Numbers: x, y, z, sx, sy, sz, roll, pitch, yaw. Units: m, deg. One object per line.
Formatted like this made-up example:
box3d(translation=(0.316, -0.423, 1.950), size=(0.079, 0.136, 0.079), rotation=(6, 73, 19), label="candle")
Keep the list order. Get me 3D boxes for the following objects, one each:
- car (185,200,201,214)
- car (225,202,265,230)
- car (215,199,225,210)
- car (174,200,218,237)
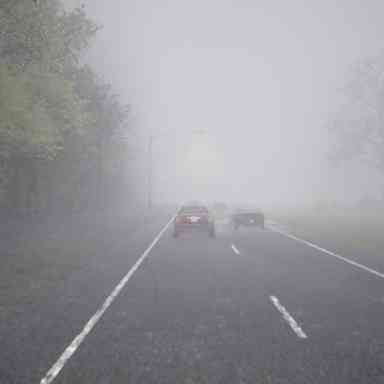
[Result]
box3d(translation=(0.112, 1.728, 40.536), size=(1.837, 1.490, 4.892), rotation=(0, 0, 0), label="car")
box3d(translation=(3.571, 1.603, 22.342), size=(1.882, 1.535, 5.008), rotation=(0, 0, 0), label="car")
box3d(translation=(3.610, 1.735, 44.863), size=(2.128, 1.511, 4.902), rotation=(0, 0, 0), label="car")
box3d(translation=(0.106, 1.457, 18.855), size=(2.097, 1.767, 4.553), rotation=(0, 0, 0), label="car")
